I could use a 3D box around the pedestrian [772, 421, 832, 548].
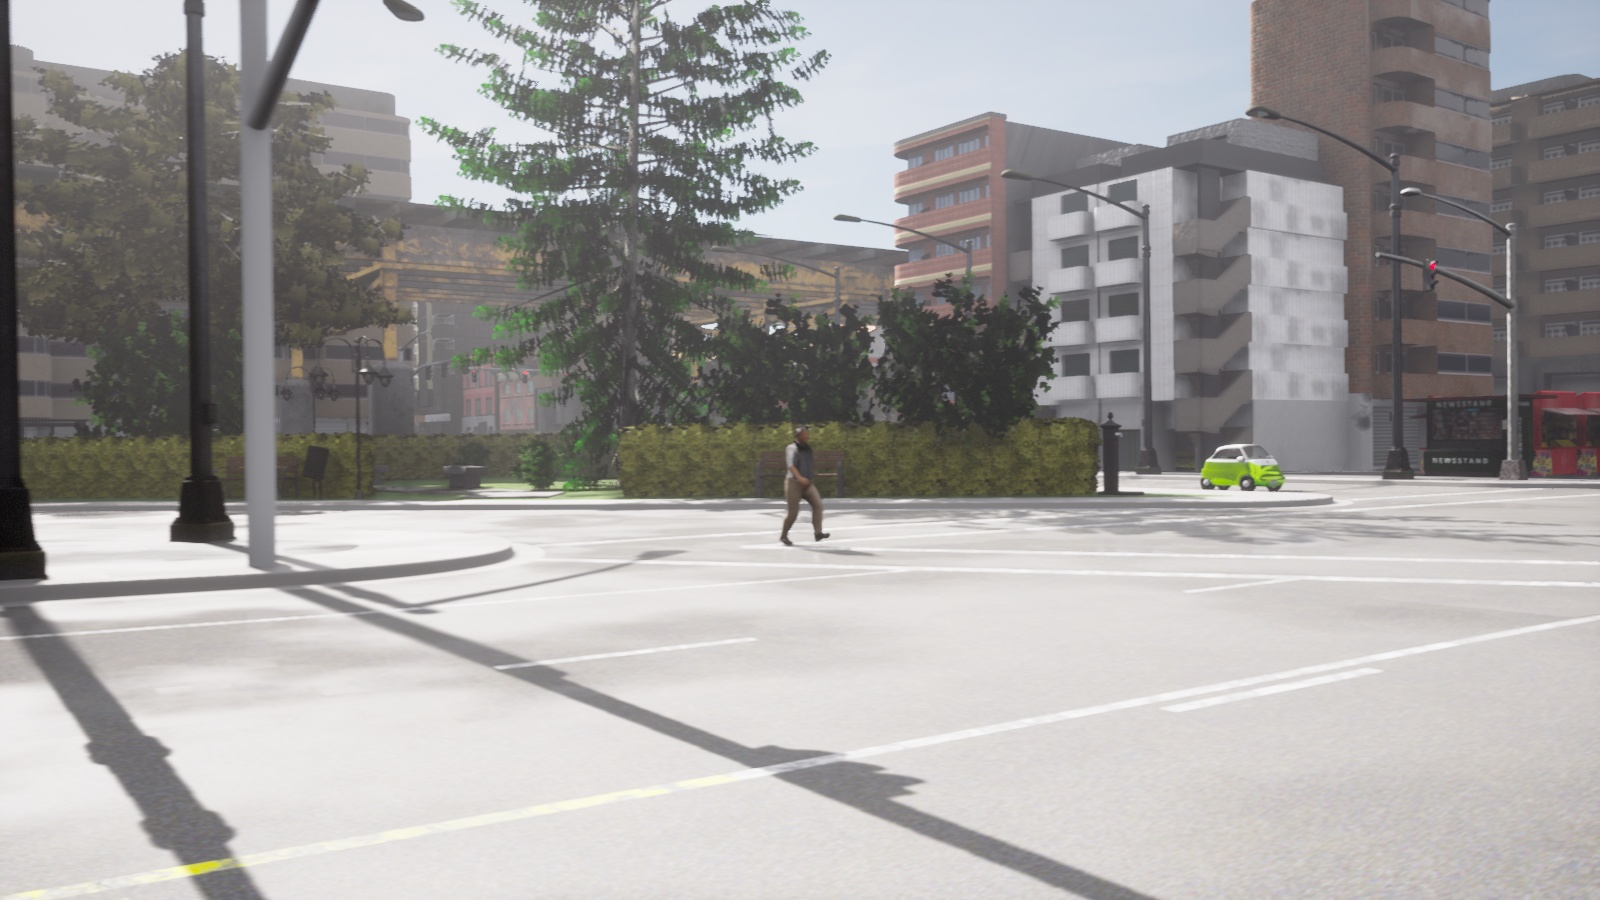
[{"bbox_3d":[0.024,0.499,18.635,0.540,1.848,0.694,-1,1,-40],"label":"pedestrian"}]

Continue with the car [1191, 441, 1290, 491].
[{"bbox_3d":[12.735,0.456,36.357,1.481,1.376,2.207,-1,0,-34],"label":"car"}]
